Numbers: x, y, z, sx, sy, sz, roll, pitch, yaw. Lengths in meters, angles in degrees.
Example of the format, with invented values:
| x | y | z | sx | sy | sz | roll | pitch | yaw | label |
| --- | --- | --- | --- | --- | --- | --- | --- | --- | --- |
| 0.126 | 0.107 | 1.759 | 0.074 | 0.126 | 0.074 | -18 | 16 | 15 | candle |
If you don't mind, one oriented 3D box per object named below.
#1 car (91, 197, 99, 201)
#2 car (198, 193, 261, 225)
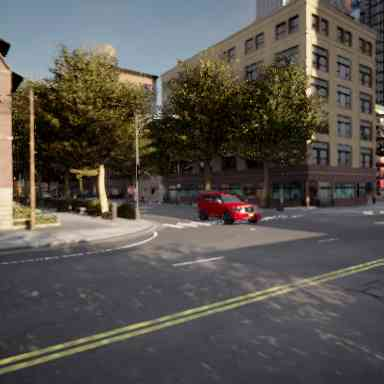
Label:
| x | y | z | sx | sy | sz | roll | pitch | yaw | label |
| --- | --- | --- | --- | --- | --- | --- | --- | --- | --- |
| -12.678 | 1.414 | 44.782 | 1.994 | 1.385 | 4.181 | -1 | 0 | -35 | car |
| 2.388 | 1.066 | 22.881 | 2.150 | 2.045 | 5.566 | 0 | 0 | -26 | car |
